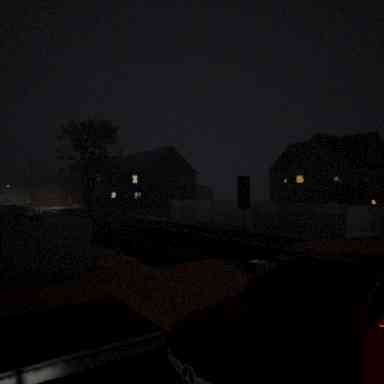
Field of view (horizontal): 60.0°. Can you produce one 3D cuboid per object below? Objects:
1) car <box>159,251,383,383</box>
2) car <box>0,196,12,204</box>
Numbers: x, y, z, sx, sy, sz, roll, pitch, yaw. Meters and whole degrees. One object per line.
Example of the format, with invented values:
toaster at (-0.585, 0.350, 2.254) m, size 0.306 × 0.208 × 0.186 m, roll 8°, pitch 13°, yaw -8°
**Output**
car at (1.835, 1.574, 4.260) m, size 4.674 × 1.442 × 1.812 m, roll 1°, pitch -1°, yaw -36°
car at (-45.065, 2.144, 80.990) m, size 1.882 × 1.535 × 5.008 m, roll -1°, pitch 0°, yaw -35°
